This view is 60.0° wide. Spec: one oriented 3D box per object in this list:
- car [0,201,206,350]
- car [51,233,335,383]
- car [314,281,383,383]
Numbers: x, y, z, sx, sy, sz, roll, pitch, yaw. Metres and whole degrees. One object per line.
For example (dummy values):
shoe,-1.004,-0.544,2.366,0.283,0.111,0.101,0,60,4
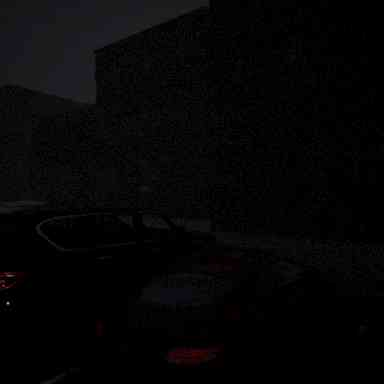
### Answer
car,-1.546,1.243,6.492,2.435,2.045,5.566,0,0,36
car,0.699,1.526,4.853,2.002,1.452,4.674,0,0,36
car,2.909,1.519,3.276,2.002,1.452,4.674,0,0,36
